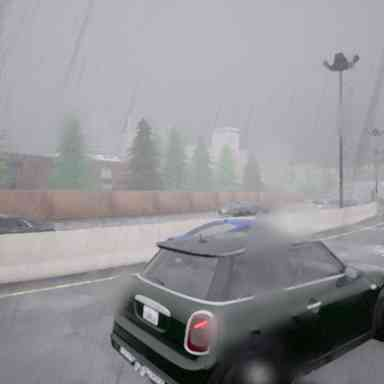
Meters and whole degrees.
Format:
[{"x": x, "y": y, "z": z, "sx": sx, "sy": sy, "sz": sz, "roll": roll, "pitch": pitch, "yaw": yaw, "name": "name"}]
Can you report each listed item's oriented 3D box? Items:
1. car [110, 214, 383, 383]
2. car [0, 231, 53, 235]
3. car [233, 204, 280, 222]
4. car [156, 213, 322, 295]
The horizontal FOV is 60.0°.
[{"x": 1.231, "y": 1.377, "z": 4.950, "sx": 4.553, "sy": 1.767, "sz": 2.097, "roll": 0, "pitch": 0, "yaw": -38, "name": "car"}, {"x": -7.383, "y": 1.572, "z": 11.723, "sx": 4.892, "sy": 1.490, "sz": 1.837, "roll": 0, "pitch": 1, "yaw": -37, "name": "car"}, {"x": 5.672, "y": 1.739, "z": 28.625, "sx": 1.895, "sy": 1.301, "sz": 4.718, "roll": 0, "pitch": 0, "yaw": 40, "name": "car"}, {"x": 1.585, "y": 1.526, "z": 9.706, "sx": 5.008, "sy": 1.535, "sz": 1.882, "roll": 0, "pitch": 0, "yaw": -39, "name": "car"}]
